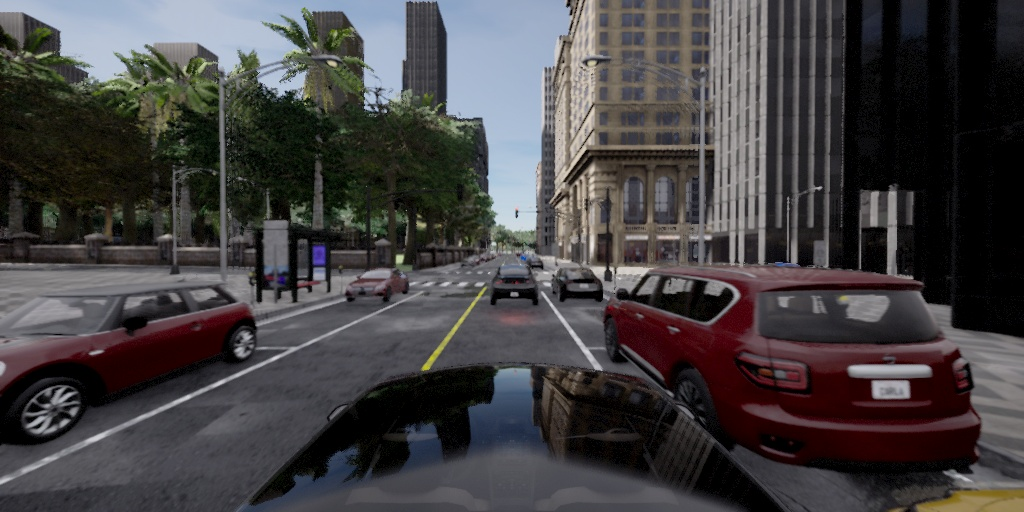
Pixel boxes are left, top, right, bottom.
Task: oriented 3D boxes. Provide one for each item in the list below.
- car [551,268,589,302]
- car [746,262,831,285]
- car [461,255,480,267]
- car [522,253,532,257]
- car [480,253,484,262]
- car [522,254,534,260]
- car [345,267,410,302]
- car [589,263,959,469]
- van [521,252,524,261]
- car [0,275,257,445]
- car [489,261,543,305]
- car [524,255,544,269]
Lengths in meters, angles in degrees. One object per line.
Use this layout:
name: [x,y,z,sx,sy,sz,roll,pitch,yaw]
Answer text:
car: [2.765,1.161,15.860,1.948,1.339,4.313,0,0,0]
car: [20.924,1.298,27.299,5.008,1.535,1.882,1,1,1]
car: [-5.756,0.786,47.736,2.007,1.370,4.403,0,0,0]
car: [2.770,0.698,53.306,1.751,1.417,4.829,0,0,0]
car: [-5.755,0.613,53.156,1.967,1.591,4.097,0,0,0]
car: [2.769,0.801,47.715,1.948,1.339,4.313,0,0,0]
car: [-5.760,1.177,15.879,1.802,1.307,4.207,0,0,0]
car: [2.764,1.029,5.010,2.192,1.841,5.009,0,0,0]
van: [2.771,0.450,58.556,1.690,1.789,3.998,0,0,0]
car: [-5.762,1.154,5.027,1.967,1.591,4.097,0,0,0]
car: [0.092,1.106,15.178,1.837,1.490,4.892,0,0,0]
car: [2.768,0.863,42.295,1.948,1.339,4.313,0,0,0]
